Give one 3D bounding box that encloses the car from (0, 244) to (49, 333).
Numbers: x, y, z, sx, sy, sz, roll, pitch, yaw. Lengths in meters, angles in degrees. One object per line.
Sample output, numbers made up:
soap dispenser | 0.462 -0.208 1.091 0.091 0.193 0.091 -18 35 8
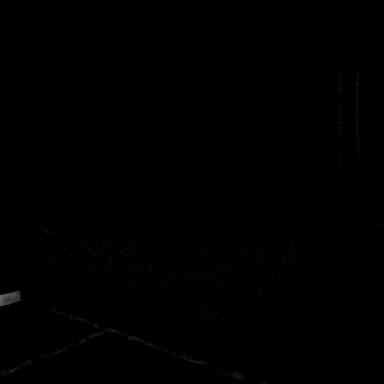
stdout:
car | -4.350 1.601 6.068 4.313 1.339 1.947 0 0 36
